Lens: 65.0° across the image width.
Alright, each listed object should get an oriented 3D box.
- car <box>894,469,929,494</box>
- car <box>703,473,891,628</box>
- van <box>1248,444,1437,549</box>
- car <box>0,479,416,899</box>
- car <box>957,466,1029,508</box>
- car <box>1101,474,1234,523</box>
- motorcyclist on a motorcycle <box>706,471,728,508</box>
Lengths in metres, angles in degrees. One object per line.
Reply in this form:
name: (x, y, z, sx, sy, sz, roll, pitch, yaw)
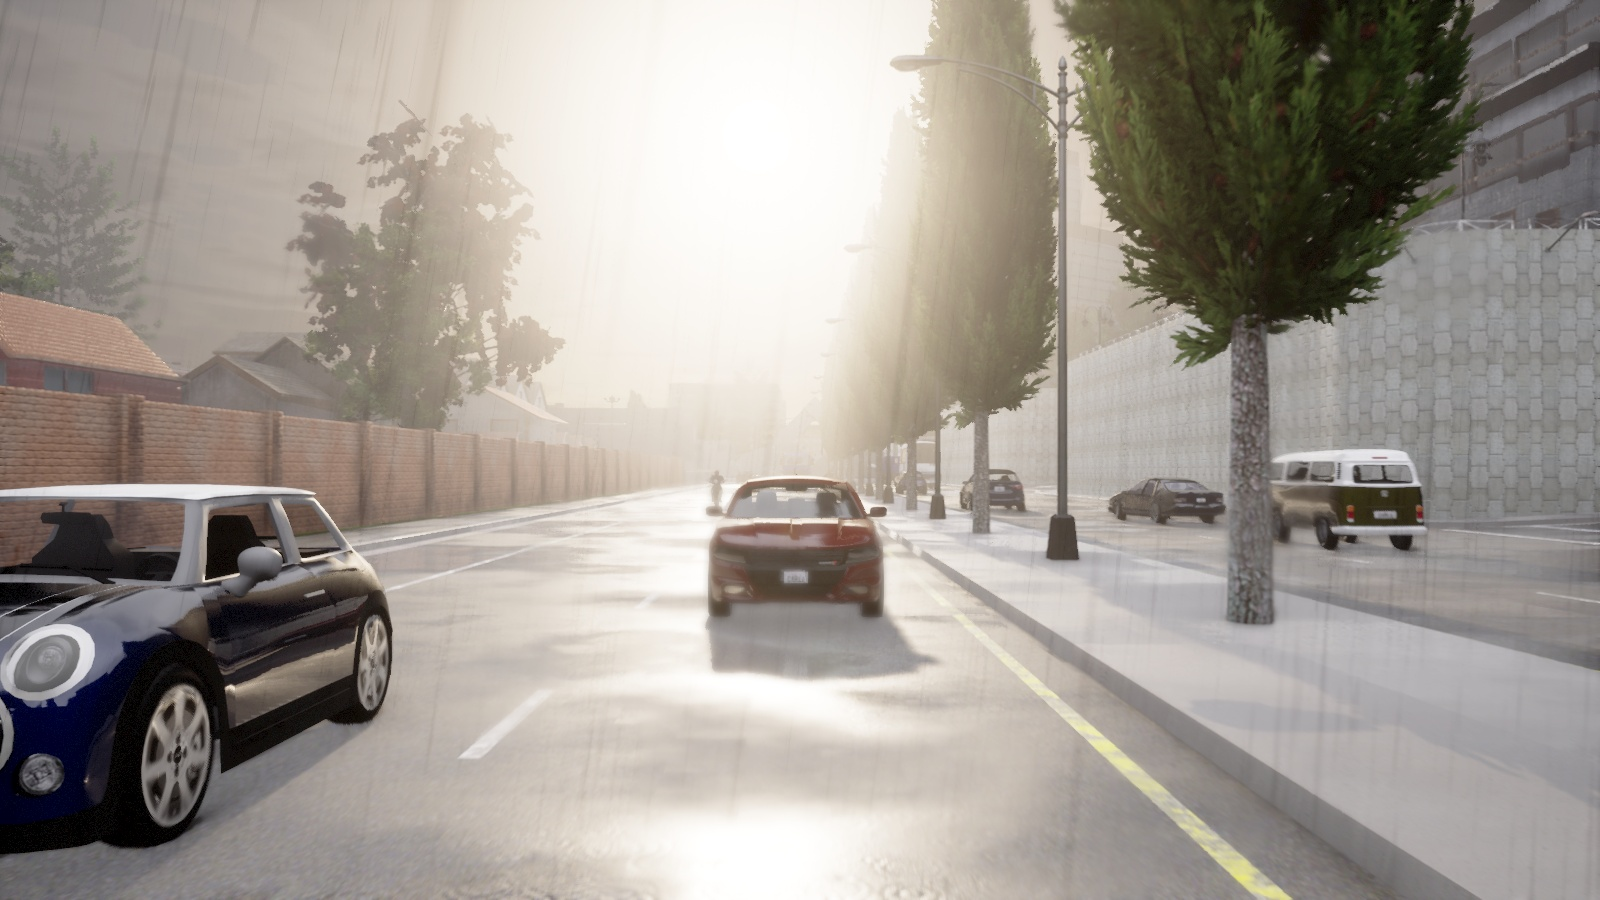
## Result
car: (7.786, 2.191, 88.234, 2.033, 1.649, 4.856, 0, -1, 0)
car: (-0.037, 1.044, 15.051, 1.882, 1.535, 5.008, 0, -1, 0)
van: (11.432, 0.931, 26.836, 2.069, 2.038, 4.480, 0, -1, 0)
car: (-3.516, 0.901, 6.381, 1.970, 1.475, 3.806, 0, -1, 0)
car: (7.874, 1.495, 51.795, 2.242, 1.667, 4.611, 0, -1, 0)
car: (11.523, 1.482, 39.823, 2.033, 1.411, 5.357, 0, -1, -8)
motorcyclist on a motorcycle: (-3.634, 1.706, 55.183, 0.866, 1.590, 1.817, 0, -1, 0)
